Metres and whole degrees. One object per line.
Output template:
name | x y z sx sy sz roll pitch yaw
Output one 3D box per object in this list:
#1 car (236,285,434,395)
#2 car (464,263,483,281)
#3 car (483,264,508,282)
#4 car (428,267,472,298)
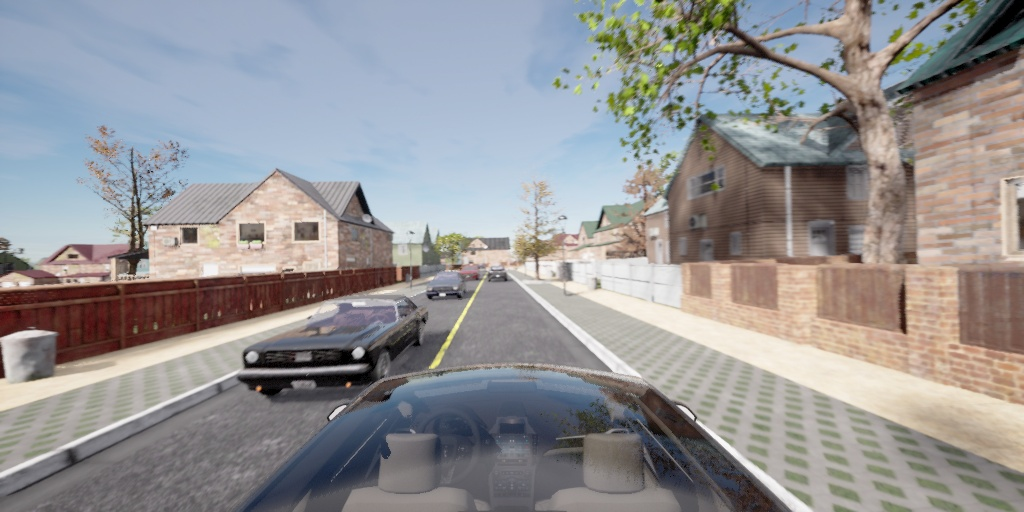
car | -2.983 1.490 7.145 1.895 1.301 4.718 -1 -1 -3
car | -4.418 1.779 37.851 1.882 1.535 5.008 -1 -1 -2
car | -1.421 1.677 35.184 2.128 1.511 4.902 -1 -1 -3
car | -3.660 1.614 20.836 2.033 1.411 5.357 -1 -1 -3
